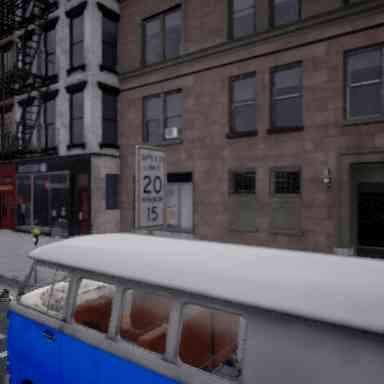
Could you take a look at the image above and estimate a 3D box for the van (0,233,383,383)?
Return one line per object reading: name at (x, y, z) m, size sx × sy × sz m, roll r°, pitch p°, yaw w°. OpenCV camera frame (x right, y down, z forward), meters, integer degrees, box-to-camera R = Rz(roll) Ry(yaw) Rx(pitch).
van at (0.026, 1.342, 2.791) m, size 3.998 × 1.788 × 1.690 m, roll 0°, pitch 0°, yaw 36°
